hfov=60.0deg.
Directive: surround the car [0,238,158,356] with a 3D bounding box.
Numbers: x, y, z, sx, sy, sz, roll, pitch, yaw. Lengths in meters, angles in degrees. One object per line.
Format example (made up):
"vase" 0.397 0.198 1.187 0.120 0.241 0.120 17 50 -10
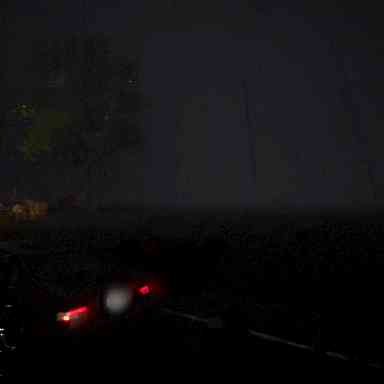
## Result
"car" -3.106 1.584 6.118 5.357 1.411 2.033 0 0 36
